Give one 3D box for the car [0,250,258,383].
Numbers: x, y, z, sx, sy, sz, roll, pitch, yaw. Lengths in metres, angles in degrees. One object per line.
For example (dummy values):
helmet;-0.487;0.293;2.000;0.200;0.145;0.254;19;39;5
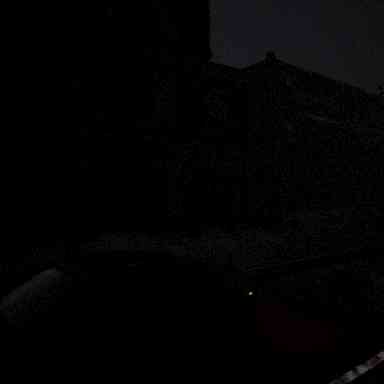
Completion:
car;-1.219;1.518;4.011;4.674;1.442;1.812;0;0;-35
